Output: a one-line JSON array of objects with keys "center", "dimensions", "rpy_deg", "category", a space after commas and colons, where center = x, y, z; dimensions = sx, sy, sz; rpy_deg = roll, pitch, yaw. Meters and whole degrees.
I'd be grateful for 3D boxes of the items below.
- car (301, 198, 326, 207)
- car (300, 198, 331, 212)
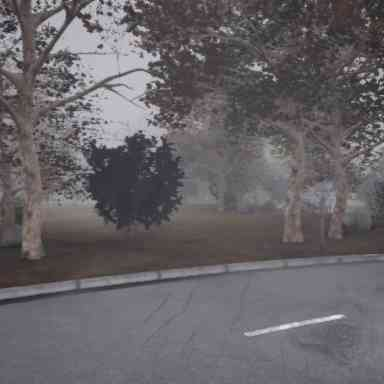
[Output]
[{"center": [20.493, 1.751, 56.086], "dimensions": [4.181, 1.385, 1.994], "rpy_deg": [1, -1, -39], "category": "car"}, {"center": [14.094, 1.550, 39.502], "dimensions": [2.033, 1.411, 5.357], "rpy_deg": [0, 0, -15], "category": "car"}]
